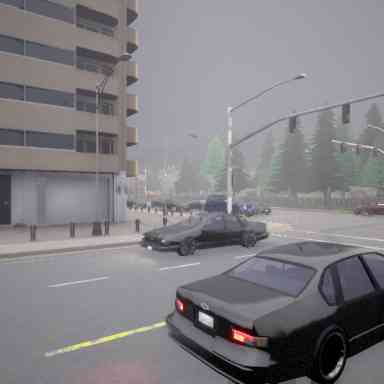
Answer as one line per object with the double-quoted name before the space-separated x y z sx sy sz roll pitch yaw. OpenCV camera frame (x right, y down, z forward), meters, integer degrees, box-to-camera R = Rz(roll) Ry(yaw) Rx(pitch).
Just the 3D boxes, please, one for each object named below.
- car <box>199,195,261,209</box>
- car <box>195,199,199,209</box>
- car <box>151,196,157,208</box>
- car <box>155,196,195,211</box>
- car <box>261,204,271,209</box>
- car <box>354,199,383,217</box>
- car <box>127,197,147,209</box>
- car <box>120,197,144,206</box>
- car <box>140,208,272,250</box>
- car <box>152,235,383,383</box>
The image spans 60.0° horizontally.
"car" 3.488 1.277 31.624 2.150 2.045 5.566 0 0 -36
"car" 1.077 1.581 40.976 1.812 1.442 4.674 0 0 -36
"car" -4.164 1.407 48.252 2.097 1.767 4.553 0 0 -36
"car" -2.106 1.560 39.393 1.837 1.490 4.892 0 0 -36
"car" 6.110 1.619 33.974 1.994 1.385 4.181 0 0 -36
"car" 17.738 1.408 31.205 4.553 1.767 2.097 0 -1 24
"car" -8.185 1.560 47.846 1.837 1.490 4.892 0 0 -36
"car" -10.339 1.603 56.893 2.033 1.411 5.357 0 0 -35
"car" 0.702 1.547 13.081 5.357 1.411 2.033 0 0 -35
"car" 2.217 1.547 5.361 5.357 1.411 2.033 0 0 -35
